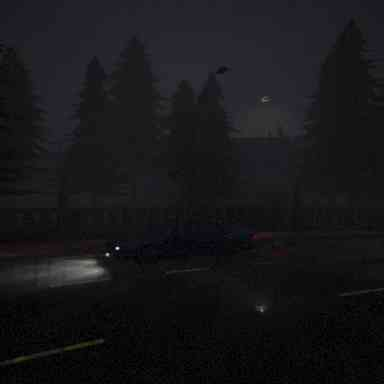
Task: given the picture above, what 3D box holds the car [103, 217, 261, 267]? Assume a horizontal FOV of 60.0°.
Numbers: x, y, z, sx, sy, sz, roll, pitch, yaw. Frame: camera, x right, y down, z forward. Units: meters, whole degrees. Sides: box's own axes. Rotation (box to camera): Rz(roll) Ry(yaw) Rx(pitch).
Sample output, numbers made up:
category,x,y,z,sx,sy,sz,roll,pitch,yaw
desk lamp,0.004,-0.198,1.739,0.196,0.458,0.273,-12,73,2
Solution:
category,x,y,z,sx,sy,sz,roll,pitch,yaw
car,-0.218,1.598,11.510,5.357,1.411,2.033,1,0,-26
